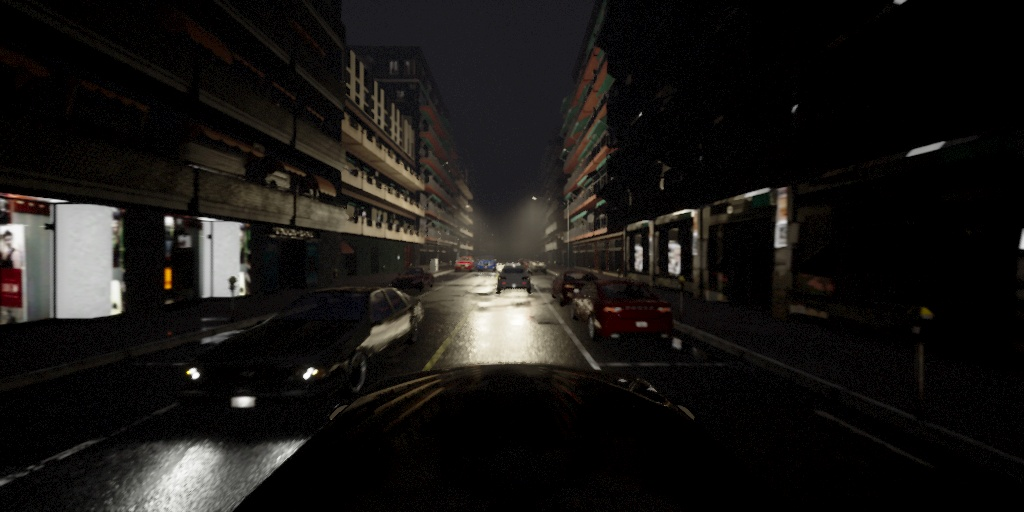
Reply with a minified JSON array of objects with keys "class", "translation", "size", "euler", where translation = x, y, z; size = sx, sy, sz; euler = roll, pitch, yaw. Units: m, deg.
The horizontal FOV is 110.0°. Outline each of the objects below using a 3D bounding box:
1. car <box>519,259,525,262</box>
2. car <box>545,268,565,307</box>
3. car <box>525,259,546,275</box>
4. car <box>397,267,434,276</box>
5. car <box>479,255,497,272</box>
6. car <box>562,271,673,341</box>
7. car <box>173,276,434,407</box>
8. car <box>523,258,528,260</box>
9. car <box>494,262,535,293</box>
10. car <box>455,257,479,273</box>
[{"class":"car","translation":[0.108,1.323,37.909],"size":[1.895,1.301,4.718],"euler":[0,0,0]},{"class":"car","translation":[2.694,1.282,15.342],"size":[1.888,1.381,4.507],"euler":[0,0,0]},{"class":"car","translation":[2.700,1.273,37.992],"size":[2.007,1.370,4.403],"euler":[0,0,0]},{"class":"car","translation":[-5.685,1.315,21.027],"size":[1.802,1.307,4.207],"euler":[0,0,0]},{"class":"car","translation":[-3.076,0.939,44.711],"size":[2.150,2.045,5.566],"euler":[0,0,0]},{"class":"car","translation":[2.693,1.286,9.681],"size":[1.888,1.381,4.507],"euler":[0,0,0]},{"class":"car","translation":[-3.092,1.292,6.789],"size":[2.033,1.411,5.357],"euler":[0,0,0]},{"class":"car","translation":[2.701,1.269,43.655],"size":[2.007,1.370,4.403],"euler":[0,0,0]},{"class":"car","translation":[0.109,1.259,20.315],"size":[1.812,1.442,4.674],"euler":[0,0,0]},{"class":"car","translation":[-5.680,1.033,43.678],"size":[2.192,1.841,5.009],"euler":[0,0,0]}]
